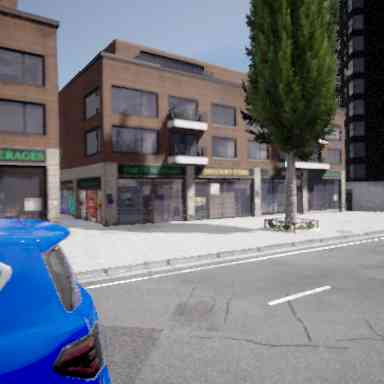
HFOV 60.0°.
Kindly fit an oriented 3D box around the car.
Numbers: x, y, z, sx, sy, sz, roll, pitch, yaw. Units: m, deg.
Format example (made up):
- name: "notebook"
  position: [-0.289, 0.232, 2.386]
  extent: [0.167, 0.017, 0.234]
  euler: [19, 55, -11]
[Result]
- name: "car"
  position: [-3.160, 1.225, 1.432]
  extent: [5.566, 2.045, 2.150]
  euler: [0, 0, -35]
